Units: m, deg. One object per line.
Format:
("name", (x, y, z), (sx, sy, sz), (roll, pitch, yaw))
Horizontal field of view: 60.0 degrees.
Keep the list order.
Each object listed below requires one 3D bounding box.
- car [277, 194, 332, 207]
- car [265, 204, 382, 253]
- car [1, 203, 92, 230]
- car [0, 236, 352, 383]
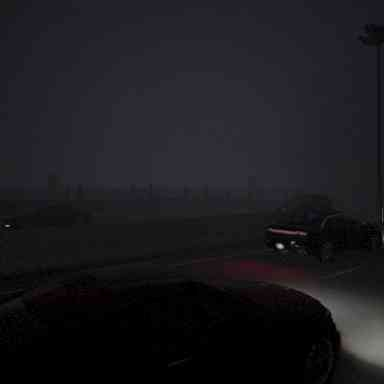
("car", (9.524, 1.175, 27.885), (5.566, 2.045, 2.150), (3, -2, -35))
("car", (4.599, 1.370, 11.327), (4.902, 1.511, 2.128), (-1, 0, -36))
("car", (-8.378, 1.454, 19.498), (4.892, 1.490, 1.837), (-1, 0, -35))
("car", (-0.386, 1.507, 3.471), (4.674, 1.442, 1.812), (-1, 0, -36))
